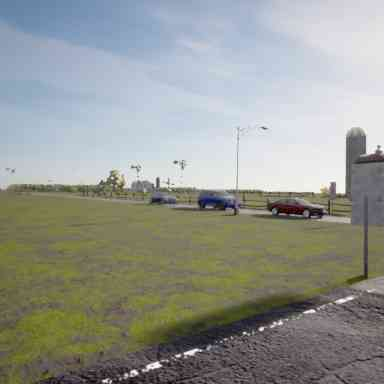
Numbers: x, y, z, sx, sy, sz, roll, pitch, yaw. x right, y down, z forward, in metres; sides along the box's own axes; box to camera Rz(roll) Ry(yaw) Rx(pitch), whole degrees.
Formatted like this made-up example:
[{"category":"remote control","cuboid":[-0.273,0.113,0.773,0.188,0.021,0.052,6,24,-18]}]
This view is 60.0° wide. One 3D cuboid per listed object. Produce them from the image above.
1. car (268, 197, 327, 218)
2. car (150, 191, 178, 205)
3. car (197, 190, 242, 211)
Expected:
[{"category":"car","cuboid":[8.546,1.234,27.282,1.882,1.535,5.008,1,0,-36]},{"category":"car","cuboid":[-3.745,0.812,44.199,2.097,1.767,4.553,1,0,-36]},{"category":"car","cuboid":[2.801,0.833,35.190,2.150,2.045,5.566,1,1,-36]}]
